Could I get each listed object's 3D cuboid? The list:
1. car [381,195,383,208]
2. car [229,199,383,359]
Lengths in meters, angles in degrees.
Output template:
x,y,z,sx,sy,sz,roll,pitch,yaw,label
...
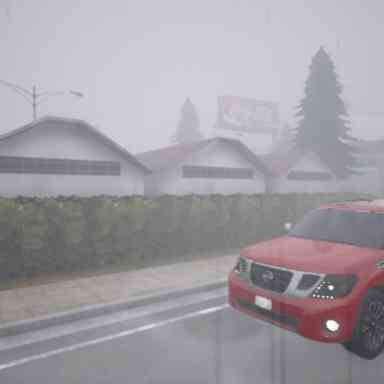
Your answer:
x,y,z,sx,sy,sz,roll,pitch,yaw,label
27.240,1.228,43.894,4.611,1.667,2.242,0,0,-36,car
3.260,1.187,6.300,5.566,2.045,2.150,-1,0,-35,car
